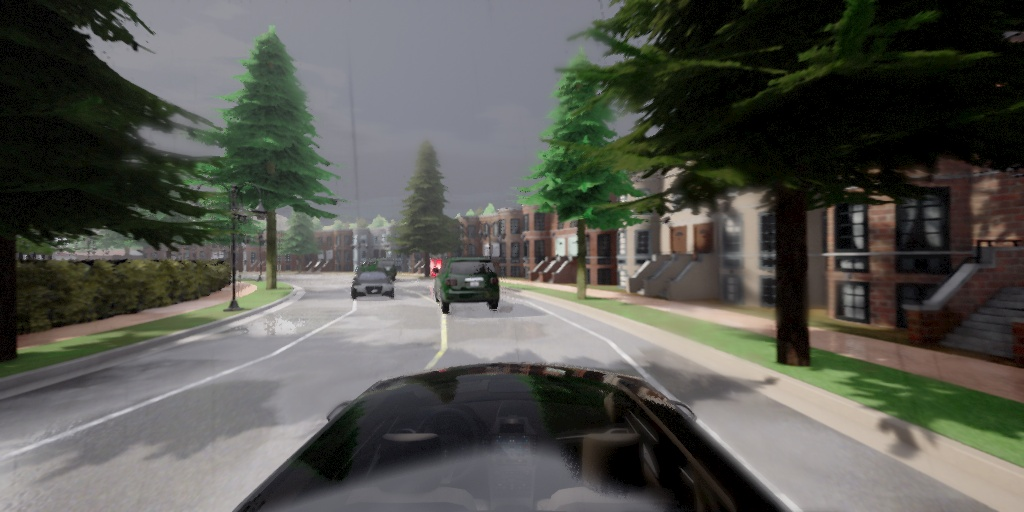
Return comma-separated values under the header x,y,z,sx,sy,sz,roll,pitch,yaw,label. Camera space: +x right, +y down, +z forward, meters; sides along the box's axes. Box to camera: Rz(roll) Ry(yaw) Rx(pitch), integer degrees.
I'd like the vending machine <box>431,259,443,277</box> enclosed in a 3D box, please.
x,y,z,sx,sy,sz,roll,pitch,yaw,label
-7.796,1.294,37.089,1.100,2.100,0.880,0,0,-40,vending machine

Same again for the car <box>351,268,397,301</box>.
x,y,z,sx,sy,sz,roll,pitch,yaw,label
-7.408,1.510,19.063,1.994,1.385,4.181,0,-1,-24,car

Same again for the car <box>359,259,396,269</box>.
x,y,z,sx,sy,sz,roll,pitch,yaw,label
-13.219,1.341,35.028,2.150,2.045,5.566,0,-1,-42,car

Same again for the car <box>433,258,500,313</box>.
x,y,z,sx,sy,sz,roll,pitch,yaw,label
-2.042,1.097,15.134,2.150,2.045,5.566,0,-1,-16,car
